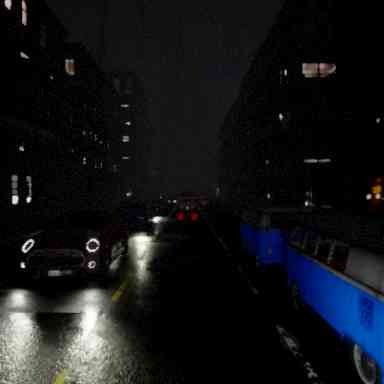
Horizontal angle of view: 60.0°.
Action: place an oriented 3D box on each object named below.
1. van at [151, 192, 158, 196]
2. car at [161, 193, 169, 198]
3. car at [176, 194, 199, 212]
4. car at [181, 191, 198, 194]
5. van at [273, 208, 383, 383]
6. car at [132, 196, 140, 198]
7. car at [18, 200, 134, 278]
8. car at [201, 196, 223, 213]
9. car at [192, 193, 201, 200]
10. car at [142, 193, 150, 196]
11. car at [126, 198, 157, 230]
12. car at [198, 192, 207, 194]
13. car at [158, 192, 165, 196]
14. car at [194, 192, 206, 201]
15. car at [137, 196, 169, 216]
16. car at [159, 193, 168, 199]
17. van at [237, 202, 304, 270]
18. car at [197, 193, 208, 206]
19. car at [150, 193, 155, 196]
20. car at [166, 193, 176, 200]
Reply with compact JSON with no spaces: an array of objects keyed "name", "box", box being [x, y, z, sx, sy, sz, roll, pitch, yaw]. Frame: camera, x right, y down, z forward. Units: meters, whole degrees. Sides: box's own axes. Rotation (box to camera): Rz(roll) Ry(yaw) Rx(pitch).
[{"name":"van","box":[-6.525,1.021,49.597,1.690,1.788,3.998,-1,0,-1]},{"name":"car","box":[-7.249,0.998,88.805,1.802,1.307,4.206,-1,0,-1]},{"name":"car","box":[-0.481,1.289,34.464,1.812,1.442,4.674,0,1,-1]},{"name":"car","box":[-0.696,0.908,46.249,2.150,2.045,5.566,0,1,-1]},{"name":"van","box":[2.616,1.297,4.907,1.690,1.788,3.998,-1,0,-1]},{"name":"car","box":[-6.223,1.376,32.796,1.802,1.307,4.206,-1,0,-1]},{"name":"car","box":[-3.252,1.293,10.014,2.097,1.767,4.553,0,0,-1]},{"name":"car","box":[2.123,1.347,32.915,1.802,1.307,4.206,-1,0,-1]},{"name":"car","box":[1.015,0.943,77.348,1.882,1.535,5.008,0,0,-1]},{"name":"car","box":[-6.325,1.196,38.395,1.967,1.590,4.097,-1,0,-1]},{"name":"car","box":[-3.427,1.350,20.044,1.882,1.535,5.008,0,0,-1]},{"name":"car","box":[1.721,0.928,55.317,2.192,1.841,5.009,-1,0,-1]},{"name":"car","box":[-6.747,0.920,60.798,2.192,1.841,5.009,-1,0,-1]},{"name":"car","box":[1.523,0.852,66.519,2.192,1.841,5.009,-1,0,-1]},{"name":"car","box":[-3.568,1.348,30.567,2.033,1.411,5.357,0,0,0]},{"name":"car","box":[-7.150,1.036,83.204,1.802,1.307,4.206,-1,0,-1]},{"name":"van","box":[2.517,1.259,10.508,1.690,1.788,3.998,-1,0,-1]},{"name":"car","box":[1.921,1.213,44.286,1.752,1.417,4.829,-1,0,-1]},{"name":"car","box":[-6.422,1.269,43.997,2.008,1.369,4.403,-1,0,-1]},{"name":"car","box":[-4.254,1.021,72.185,2.033,1.411,5.357,0,0,-1]}]
